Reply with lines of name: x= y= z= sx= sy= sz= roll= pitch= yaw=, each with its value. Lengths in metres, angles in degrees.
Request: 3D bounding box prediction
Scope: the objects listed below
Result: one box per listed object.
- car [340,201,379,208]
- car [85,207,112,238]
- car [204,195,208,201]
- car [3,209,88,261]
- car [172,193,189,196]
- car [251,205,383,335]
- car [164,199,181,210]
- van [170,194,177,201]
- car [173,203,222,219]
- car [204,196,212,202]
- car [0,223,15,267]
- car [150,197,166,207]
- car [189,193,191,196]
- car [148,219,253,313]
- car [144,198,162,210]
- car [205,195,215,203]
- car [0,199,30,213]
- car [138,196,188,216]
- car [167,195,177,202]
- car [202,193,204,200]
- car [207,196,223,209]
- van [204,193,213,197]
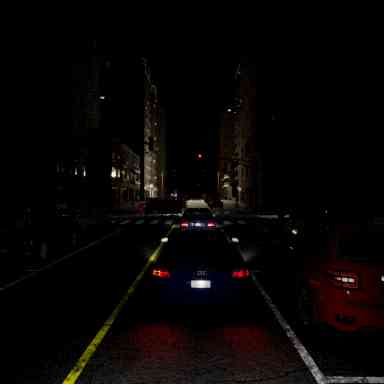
car: x=15.368 y=1.654 z=31.937 sx=4.902 sy=1.511 sz=2.128 roll=0 pitch=-1 yaw=1
car: x=-5.611 y=1.529 z=17.850 sx=1.752 sy=1.417 sz=4.829 roll=1 pitch=0 yaw=1
car: x=3.450 y=1.597 z=56.255 sx=1.802 sy=1.307 sz=4.206 roll=1 pitch=0 yaw=1
car: x=-5.687 y=1.547 z=12.396 sx=1.887 sy=1.381 sz=4.507 roll=1 pitch=0 yaw=1
car: x=-2.181 y=1.370 z=63.470 sx=2.097 sy=1.767 sz=4.553 roll=0 pitch=0 yaw=1
car: x=2.762 y=1.317 z=6.644 sx=2.192 sy=1.841 sz=5.009 roll=1 pitch=0 yaw=1
car: x=-2.504 y=1.611 z=43.240 sx=1.895 sy=1.301 sz=4.718 roll=0 pitch=0 yaw=1
van: x=-4.677 y=1.371 z=84.743 sx=1.690 sy=1.788 sz=3.998 roll=1 pitch=0 yaw=1
car: x=0.292 y=1.552 z=17.836 sx=2.033 sy=1.411 sz=5.357 roll=0 pitch=0 yaw=0
car: x=3.766 y=1.608 z=78.945 sx=1.802 sy=1.307 sz=4.206 roll=1 pitch=0 yaw=1
car: x=-5.767 y=1.527 z=6.602 sx=1.752 sy=1.417 sz=4.829 roll=1 pitch=0 yaw=1
car: x=-5.153 y=1.557 z=50.709 sx=1.887 sy=1.381 sz=4.507 roll=1 pitch=0 yaw=1
car: x=-1.918 y=1.549 z=78.325 sx=2.033 sy=1.411 sz=5.357 roll=0 pitch=0 yaw=1
car: x=0.185 y=1.566 z=7.772 sx=1.994 sy=1.385 sz=4.181 roll=0 pitch=0 yaw=1
car: x=-5.232 y=1.555 z=45.037 sx=1.887 sy=1.381 sz=4.507 roll=1 pitch=0 yaw=1
car: x=3.371 y=1.595 z=50.582 sx=1.802 sy=1.307 sz=4.206 roll=1 pitch=0 yaw=1
car: x=-16.830 y=1.336 z=29.367 sx=4.902 sy=1.511 sz=2.128 roll=1 pitch=-1 yaw=1
car: x=-2.698 y=1.482 z=32.319 sx=5.008 sy=1.535 sz=1.882 roll=1 pitch=1 yaw=-30
car: x=-4.757 y=1.466 z=79.071 sx=1.967 sy=1.590 sz=4.097 roll=1 pitch=0 yaw=1
car: x=3.611 y=1.335 z=67.600 sx=2.192 sy=1.841 sz=5.009 roll=1 pitch=0 yaw=1
car: x=3.293 y=1.593 z=44.909 sx=1.802 sy=1.307 sz=4.206 roll=1 pitch=0 yaw=1
van: x=3.532 y=1.358 z=61.928 sx=1.690 sy=1.788 sz=3.998 roll=1 pitch=0 yaw=1
